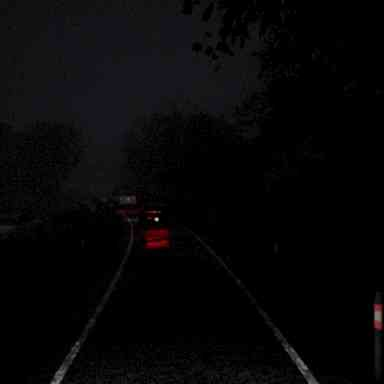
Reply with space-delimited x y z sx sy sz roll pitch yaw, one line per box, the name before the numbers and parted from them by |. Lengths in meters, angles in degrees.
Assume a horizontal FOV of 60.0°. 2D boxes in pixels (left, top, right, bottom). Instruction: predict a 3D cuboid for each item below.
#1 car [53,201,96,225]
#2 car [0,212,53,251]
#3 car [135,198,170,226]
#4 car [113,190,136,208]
car | -9.189 1.567 25.663 2.097 1.535 5.008 -1 0 -5
car | -8.365 1.682 15.161 2.002 1.452 4.674 0 0 -2
car | -2.600 1.344 22.141 1.837 1.490 4.892 -1 1 -12
car | -8.193 0.783 40.245 2.150 2.045 5.566 -1 2 -21
